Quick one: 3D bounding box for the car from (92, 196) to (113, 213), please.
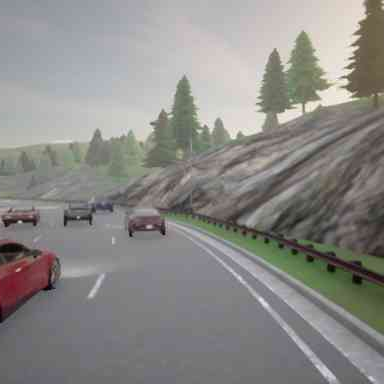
[{"bbox_3d":[-9.953,1.245,35.334,2.097,1.767,4.553,-1,0,-29],"label":"car"}]

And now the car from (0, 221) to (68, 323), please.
[{"bbox_3d":[-3.882,1.524,5.937,1.812,1.442,4.674,0,0,-5],"label":"car"}]

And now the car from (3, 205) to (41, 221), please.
[{"bbox_3d":[-11.472,1.571,22.719,1.895,1.301,4.718,-1,0,-21],"label":"car"}]

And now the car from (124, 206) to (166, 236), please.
[{"bbox_3d":[-2.586,1.452,17.854,1.812,1.442,4.674,0,0,-15],"label":"car"}]

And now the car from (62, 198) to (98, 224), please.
[{"bbox_3d":[-8.133,1.431,23.617,2.128,1.511,4.902,-1,0,-21],"label":"car"}]
